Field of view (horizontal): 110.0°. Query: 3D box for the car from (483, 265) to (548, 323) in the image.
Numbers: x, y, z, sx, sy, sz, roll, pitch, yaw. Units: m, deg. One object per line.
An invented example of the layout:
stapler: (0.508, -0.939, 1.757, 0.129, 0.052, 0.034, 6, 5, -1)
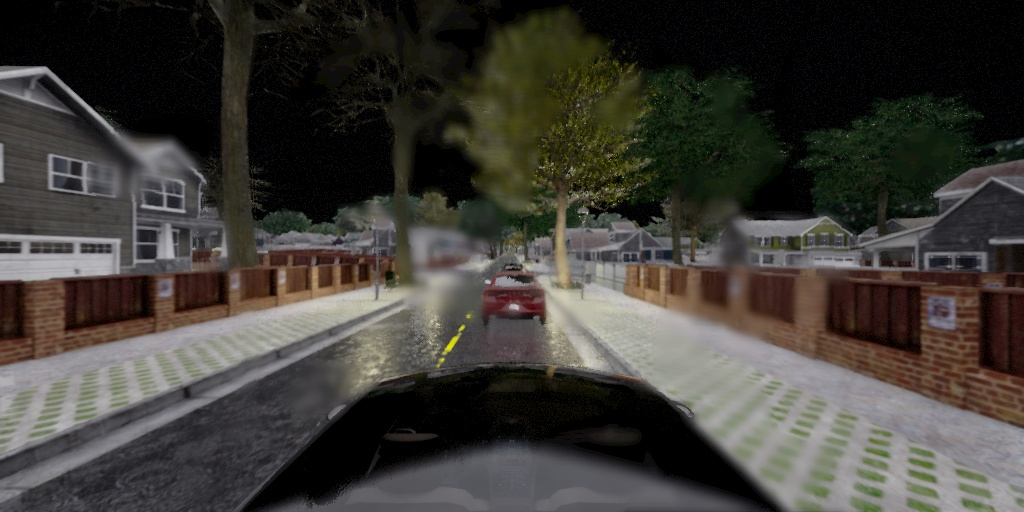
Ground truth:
car: (0.100, 1.245, 12.175, 1.882, 1.535, 5.008, 0, 0, 0)
